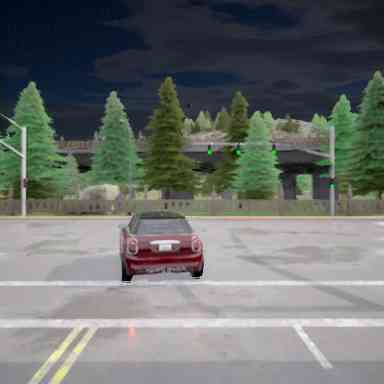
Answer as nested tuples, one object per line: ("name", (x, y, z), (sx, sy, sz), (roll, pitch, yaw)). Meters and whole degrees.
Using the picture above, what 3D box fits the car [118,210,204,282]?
("car", (-1.125, 1.361, 10.146), (2.097, 1.767, 4.553), (0, 0, -13))
